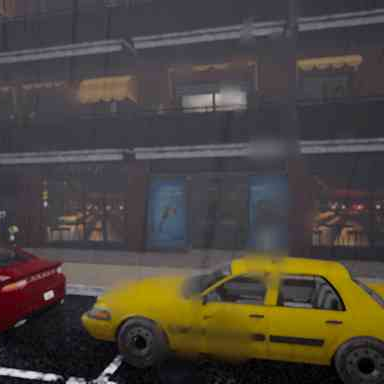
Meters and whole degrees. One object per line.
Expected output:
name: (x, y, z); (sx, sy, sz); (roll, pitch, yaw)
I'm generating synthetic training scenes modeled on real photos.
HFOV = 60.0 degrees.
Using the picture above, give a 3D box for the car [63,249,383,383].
car: (0.902, 1.509, 4.670); (4.829, 1.417, 1.752); (0, -1, 12)

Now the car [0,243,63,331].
car: (-4.479, 1.519, 5.811); (4.507, 1.381, 1.887); (0, -1, 12)
